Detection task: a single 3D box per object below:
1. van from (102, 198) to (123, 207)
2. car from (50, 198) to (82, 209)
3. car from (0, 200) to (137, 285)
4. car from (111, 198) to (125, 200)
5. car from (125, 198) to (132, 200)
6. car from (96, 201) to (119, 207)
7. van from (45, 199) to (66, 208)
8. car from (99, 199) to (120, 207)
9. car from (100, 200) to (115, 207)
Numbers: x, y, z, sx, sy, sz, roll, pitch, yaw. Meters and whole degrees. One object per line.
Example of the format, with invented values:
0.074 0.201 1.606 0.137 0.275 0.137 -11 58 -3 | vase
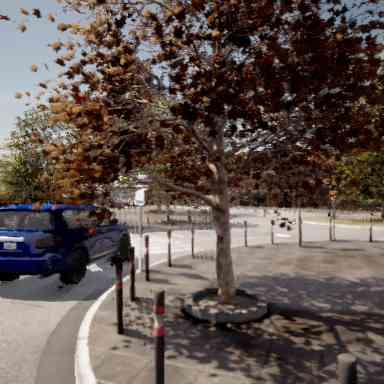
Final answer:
-19.081 2.560 79.868 4.442 1.987 1.878 0 -2 -29 | van
-24.685 2.175 65.189 5.566 2.045 2.435 0 -2 -30 | car
-3.717 1.380 10.224 2.150 2.045 5.566 0 -1 9 | car
-13.605 2.222 60.364 1.882 1.535 5.008 0 -1 -12 | car
-15.955 2.322 74.527 5.566 2.045 2.435 0 -2 -30 | car
-21.742 3.019 85.189 5.366 1.575 1.946 0 -2 -29 | car
-32.806 2.785 79.696 4.442 1.987 1.878 0 -2 -29 | van
-20.498 2.774 82.549 4.553 1.767 2.185 0 -2 -29 | car
-17.762 2.416 69.832 1.882 1.535 5.008 0 -2 -30 | car
